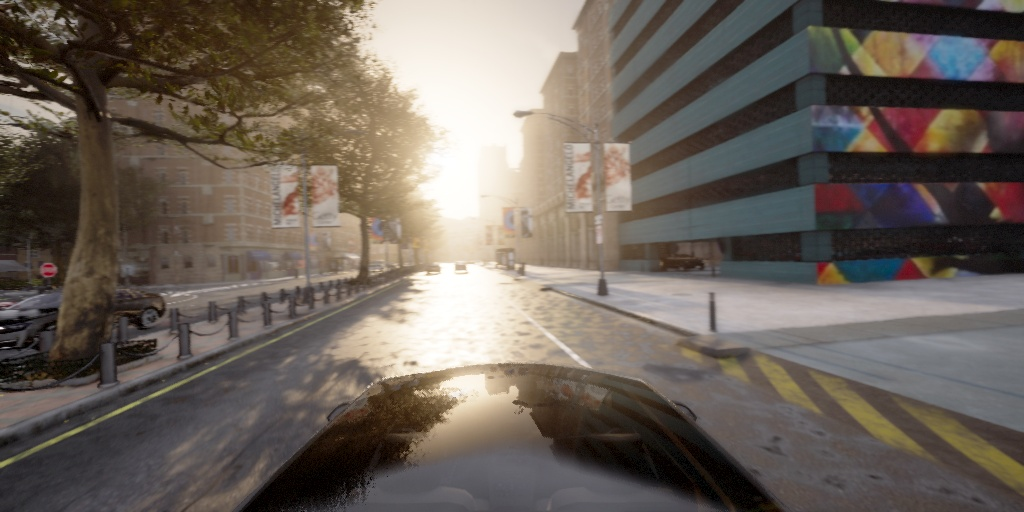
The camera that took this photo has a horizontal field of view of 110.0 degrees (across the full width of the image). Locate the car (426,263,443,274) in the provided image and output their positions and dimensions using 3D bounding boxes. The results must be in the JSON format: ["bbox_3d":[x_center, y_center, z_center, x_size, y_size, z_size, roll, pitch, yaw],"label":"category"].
[{"bbox_3d":[-10.513,1.632,48.662,1.994,1.385,4.181,-2,0,-9],"label":"car"}]

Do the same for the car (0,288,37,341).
[{"bbox_3d":[-16.160,1.838,9.128,1.882,1.535,5.008,-2,0,-9],"label":"car"}]

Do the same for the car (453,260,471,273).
[{"bbox_3d":[-7.005,1.458,48.765,1.812,1.442,4.674,-2,0,-9],"label":"car"}]

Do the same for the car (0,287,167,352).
[{"bbox_3d":[-12.830,1.721,10.516,2.128,1.511,4.902,-2,0,-8],"label":"car"}]
